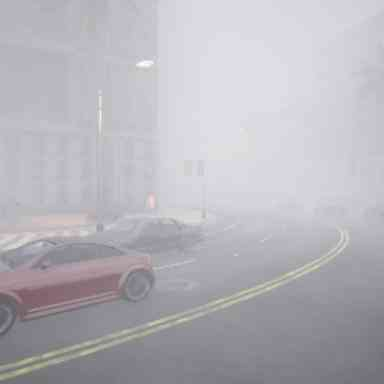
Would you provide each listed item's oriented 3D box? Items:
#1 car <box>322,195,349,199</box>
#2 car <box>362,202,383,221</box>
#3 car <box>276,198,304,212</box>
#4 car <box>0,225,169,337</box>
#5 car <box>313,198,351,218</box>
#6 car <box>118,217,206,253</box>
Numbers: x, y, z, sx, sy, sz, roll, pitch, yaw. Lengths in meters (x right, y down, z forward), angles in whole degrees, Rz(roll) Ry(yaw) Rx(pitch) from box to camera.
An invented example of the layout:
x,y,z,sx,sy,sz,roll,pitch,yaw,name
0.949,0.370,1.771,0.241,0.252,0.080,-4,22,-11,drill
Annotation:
x,y,z,sx,sy,sz,roll,pitch,yaw,name
16.430,1.413,39.183,2.150,2.045,5.566,0,0,-5,car
16.153,1.605,28.321,2.128,1.511,4.902,0,0,8,car
12.373,1.590,42.456,2.097,1.767,4.553,0,-1,-8,car
-2.795,1.632,6.688,4.181,1.385,1.994,0,0,-41,car
12.964,1.633,31.532,1.882,1.535,5.008,0,0,5,car
-1.711,1.651,12.365,2.033,1.411,5.357,-1,-1,40,car
